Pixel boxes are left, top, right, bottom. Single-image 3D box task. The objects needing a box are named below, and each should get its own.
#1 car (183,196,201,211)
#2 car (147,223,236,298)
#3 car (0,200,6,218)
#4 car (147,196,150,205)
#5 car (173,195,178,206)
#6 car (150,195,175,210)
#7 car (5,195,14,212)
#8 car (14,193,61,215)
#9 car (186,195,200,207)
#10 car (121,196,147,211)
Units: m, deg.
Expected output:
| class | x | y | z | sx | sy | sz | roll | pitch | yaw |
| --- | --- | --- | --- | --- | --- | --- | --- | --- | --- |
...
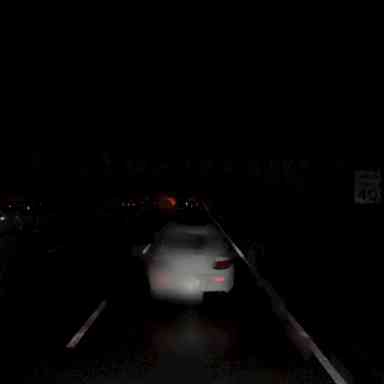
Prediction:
| class | x | y | z | sx | sy | sz | roll | pitch | yaw |
| --- | --- | --- | --- | --- | --- | --- | --- | --- | --- |
| car | 0.003 | 1.401 | 39.367 | 1.812 | 1.442 | 4.674 | 0 | 0 | 1 |
| car | -0.009 | 1.499 | 8.350 | 1.812 | 1.442 | 4.674 | 0 | 0 | 0 |
| car | -15.098 | 1.492 | 22.826 | 1.994 | 1.385 | 4.181 | 0 | 0 | 0 |
| car | -6.788 | 1.369 | 49.725 | 1.812 | 1.442 | 4.674 | 0 | 0 | 1 |
| car | -3.290 | 1.196 | 49.606 | 2.097 | 1.767 | 4.553 | 0 | 0 | 1 |
| car | -3.494 | 1.438 | 39.778 | 1.994 | 1.385 | 4.181 | 0 | 0 | 1 |
| car | -18.519 | 1.106 | 36.644 | 2.150 | 2.045 | 5.566 | 0 | 0 | 0 |
| car | -15.030 | 1.116 | 33.306 | 2.150 | 2.045 | 5.566 | 0 | 0 | 0 |
| car | 0.211 | 1.321 | 49.584 | 1.882 | 1.535 | 5.008 | 0 | 0 | 1 |
| car | -6.997 | 1.423 | 39.365 | 2.033 | 1.411 | 5.357 | 0 | 0 | 1 |
